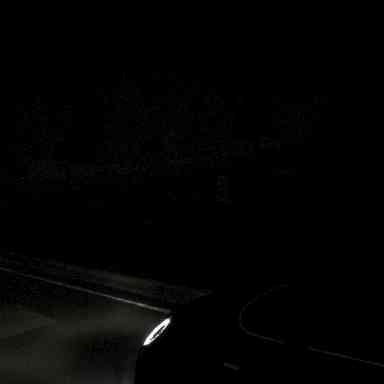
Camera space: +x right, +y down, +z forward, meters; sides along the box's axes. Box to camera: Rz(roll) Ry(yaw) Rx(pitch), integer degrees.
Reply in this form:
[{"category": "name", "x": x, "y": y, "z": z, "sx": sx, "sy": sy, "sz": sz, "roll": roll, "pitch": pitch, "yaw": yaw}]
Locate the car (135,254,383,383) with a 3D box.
[{"category": "car", "x": 1.645, "y": 1.353, "z": 2.820, "sx": 4.553, "sy": 1.767, "sz": 2.097, "roll": -1, "pitch": -1, "yaw": 35}]
